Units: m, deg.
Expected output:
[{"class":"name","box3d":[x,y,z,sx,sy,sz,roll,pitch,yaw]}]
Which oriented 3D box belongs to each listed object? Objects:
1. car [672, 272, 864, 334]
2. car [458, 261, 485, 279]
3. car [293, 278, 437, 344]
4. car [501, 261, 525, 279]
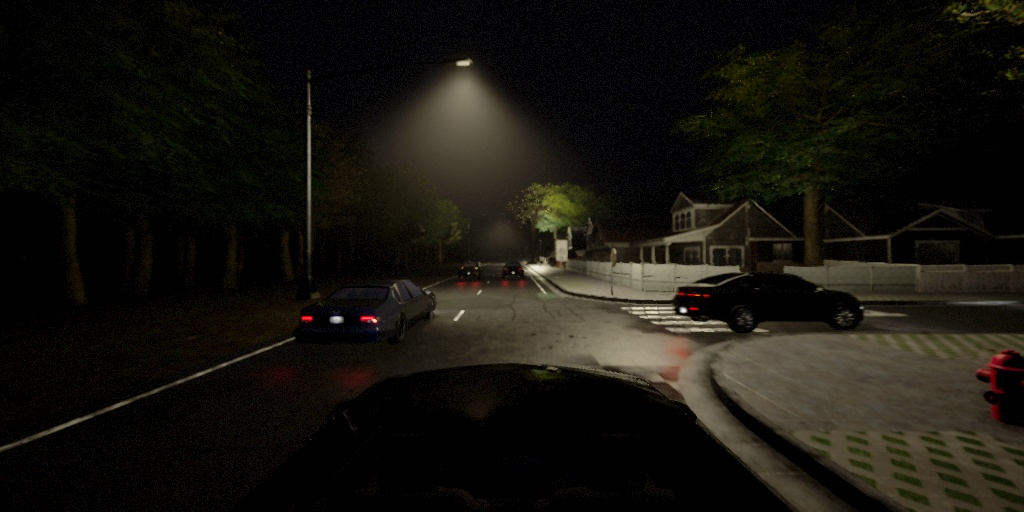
[{"class":"car","box3d":[6.982,1.197,9.920,4.892,1.490,1.837,0,-3,-7]},{"class":"car","box3d":[-3.393,1.158,30.589,2.128,1.511,4.902,0,0,0]},{"class":"car","box3d":[-3.396,1.280,9.459,2.033,1.411,5.357,0,0,0]},{"class":"car","box3d":[0.107,1.188,31.642,1.812,1.442,4.674,0,0,0]}]
